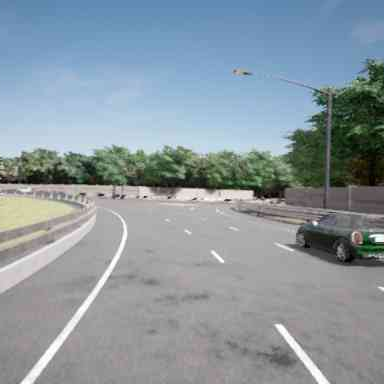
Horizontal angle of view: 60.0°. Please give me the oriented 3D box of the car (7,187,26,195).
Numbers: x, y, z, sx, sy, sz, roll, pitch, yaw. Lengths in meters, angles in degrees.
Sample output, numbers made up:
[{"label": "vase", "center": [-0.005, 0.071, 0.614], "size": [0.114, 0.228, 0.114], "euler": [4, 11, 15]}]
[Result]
[{"label": "car", "center": [-44.861, -0.036, 83.887], "size": [4.892, 1.490, 1.837], "euler": [2, 0, 32]}]

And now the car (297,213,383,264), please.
[{"label": "car", "center": [5.966, 1.599, 13.157], "size": [2.097, 1.767, 4.553], "euler": [2, 0, -8]}]

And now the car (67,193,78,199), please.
[{"label": "car", "center": [-27.336, 0.791, 73.788], "size": [4.718, 1.301, 1.895], "euler": [2, 0, 44]}]

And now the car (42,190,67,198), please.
[{"label": "car", "center": [-29.429, 0.639, 70.933], "size": [4.902, 1.511, 2.128], "euler": [2, 0, 44]}]

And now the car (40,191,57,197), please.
[{"label": "car", "center": [-34.911, 0.492, 80.733], "size": [4.181, 1.385, 1.994], "euler": [2, 0, 38]}]

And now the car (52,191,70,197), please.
[{"label": "car", "center": [-32.849, 0.494, 83.622], "size": [5.008, 1.535, 1.882], "euler": [2, 0, 38]}]

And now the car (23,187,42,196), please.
[{"label": "car", "center": [-36.707, 0.337, 77.673], "size": [5.008, 1.535, 1.882], "euler": [2, 0, 38]}]
